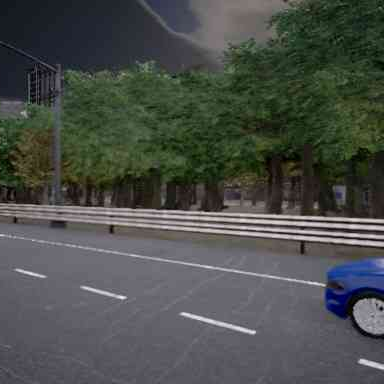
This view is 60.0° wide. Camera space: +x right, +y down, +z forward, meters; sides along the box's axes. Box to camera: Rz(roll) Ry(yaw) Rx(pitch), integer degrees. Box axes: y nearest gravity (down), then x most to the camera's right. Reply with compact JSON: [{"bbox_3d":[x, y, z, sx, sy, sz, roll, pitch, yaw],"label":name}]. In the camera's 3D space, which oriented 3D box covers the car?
[{"bbox_3d":[4.605,1.496,4.883,5.008,1.535,1.882,0,0,35],"label":"car"}]
